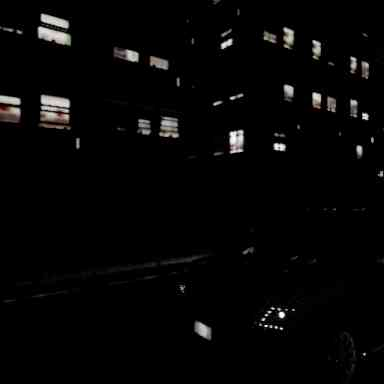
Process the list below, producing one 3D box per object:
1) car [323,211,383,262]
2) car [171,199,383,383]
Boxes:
[{"bbox_3d":[7.671,1.556,13.137,5.357,1.411,2.033,0,0,-35],"label":"car"},{"bbox_3d":[2.375,1.225,5.378,5.566,2.045,2.150,0,0,-35],"label":"car"}]
